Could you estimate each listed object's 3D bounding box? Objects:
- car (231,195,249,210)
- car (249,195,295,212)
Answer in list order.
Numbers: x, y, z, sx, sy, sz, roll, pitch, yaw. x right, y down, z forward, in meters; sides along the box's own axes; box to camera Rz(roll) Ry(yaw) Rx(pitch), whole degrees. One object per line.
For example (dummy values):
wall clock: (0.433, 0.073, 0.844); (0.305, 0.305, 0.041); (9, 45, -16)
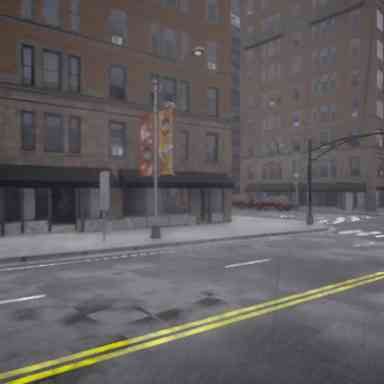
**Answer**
car: (6.002, 1.333, 43.846); (2.192, 1.841, 5.009); (0, 0, -44)
car: (9.830, 1.382, 39.887); (2.192, 1.841, 5.009); (0, 0, -44)
